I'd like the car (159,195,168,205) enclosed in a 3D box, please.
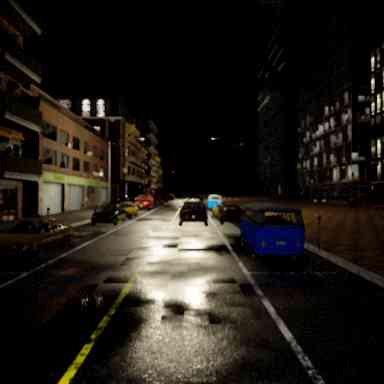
[{"bbox_3d":[-5.696,1.426,56.517,1.887,1.381,4.507,1,0,0],"label":"car"}]

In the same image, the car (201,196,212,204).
[{"bbox_3d":[2.683,1.415,62.088,1.887,1.381,4.507,1,0,0],"label":"car"}]

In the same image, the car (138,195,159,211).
[{"bbox_3d":[-5.687,1.229,39.807,2.192,1.841,5.009,1,0,0],"label":"car"}]

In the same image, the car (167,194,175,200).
[{"bbox_3d":[-5.703,1.258,89.935,1.967,1.590,4.097,1,0,0],"label":"car"}]

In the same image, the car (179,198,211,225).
[{"bbox_3d":[0.093,1.426,23.589,1.882,1.535,5.008,0,0,0],"label":"car"}]

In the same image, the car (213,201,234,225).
[{"bbox_3d":[2.694,1.531,23.100,1.802,1.307,4.206,1,0,0],"label":"car"}]

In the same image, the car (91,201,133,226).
[{"bbox_3d":[-5.685,1.500,23.098,2.008,1.369,4.403,1,0,0],"label":"car"}]

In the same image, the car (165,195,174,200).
[{"bbox_3d":[-5.703,1.394,84.366,1.947,1.339,4.313,1,0,0],"label":"car"}]

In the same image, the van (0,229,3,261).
[{"bbox_3d":[-5.678,1.327,6.390,1.690,1.788,3.998,1,0,0],"label":"van"}]

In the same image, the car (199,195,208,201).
[{"bbox_3d":[2.679,1.383,78.797,1.887,1.381,4.507,1,0,0],"label":"car"}]

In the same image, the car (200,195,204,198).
[{"bbox_3d":[2.685,1.406,56.688,1.752,1.417,4.829,1,0,0],"label":"car"}]

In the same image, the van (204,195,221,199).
[{"bbox_3d":[2.693,1.255,39.810,1.690,1.788,3.998,1,0,0],"label":"van"}]

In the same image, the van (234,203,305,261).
[{"bbox_3d":[2.701,1.315,11.961,1.690,1.788,3.998,1,0,0],"label":"van"}]

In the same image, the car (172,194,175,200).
[{"bbox_3d":[-5.701,1.383,78.796,1.887,1.381,4.507,1,0,0],"label":"car"}]

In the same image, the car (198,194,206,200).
[{"bbox_3d":[2.676,1.368,89.937,2.008,1.369,4.403,1,0,0],"label":"car"}]

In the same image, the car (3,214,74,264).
[{"bbox_3d":[-5.682,1.500,11.790,1.752,1.417,4.829,1,0,0],"label":"car"}]

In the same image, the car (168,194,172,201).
[{"bbox_3d":[-5.699,1.442,67.657,1.802,1.307,4.206,1,0,0],"label":"car"}]

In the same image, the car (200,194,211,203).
[{"bbox_3d":[2.684,1.300,67.658,1.967,1.590,4.097,1,0,0],"label":"car"}]

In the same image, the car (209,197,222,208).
[{"bbox_3d":[2.693,1.462,28.839,1.752,1.417,4.829,1,0,0],"label":"car"}]

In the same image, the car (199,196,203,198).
[{"bbox_3d":[0.088,1.505,44.401,1.895,1.301,4.718,0,0,0],"label":"car"}]

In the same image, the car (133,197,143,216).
[{"bbox_3d":[-5.687,1.463,28.499,1.752,1.417,4.829,1,0,0],"label":"car"}]
